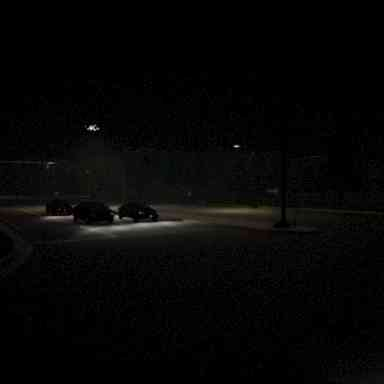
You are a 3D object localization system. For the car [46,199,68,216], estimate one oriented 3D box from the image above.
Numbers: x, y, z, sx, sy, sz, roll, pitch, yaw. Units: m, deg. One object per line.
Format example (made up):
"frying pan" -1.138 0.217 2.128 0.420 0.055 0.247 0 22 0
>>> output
"car" -13.322 1.511 33.413 1.837 1.490 4.892 0 0 -35

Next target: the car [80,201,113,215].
"car" -10.073 1.610 34.862 1.895 1.301 4.718 0 0 -34

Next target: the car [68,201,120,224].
"car" -7.438 1.484 24.917 1.882 1.535 5.008 0 0 -35

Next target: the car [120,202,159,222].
"car" -4.418 1.534 26.728 1.812 1.442 4.674 0 0 -35
